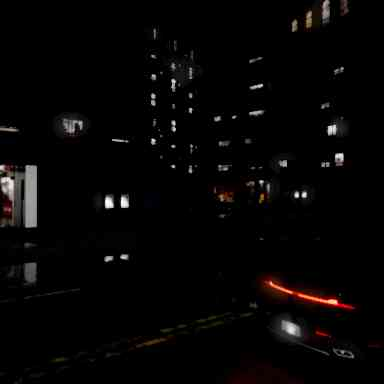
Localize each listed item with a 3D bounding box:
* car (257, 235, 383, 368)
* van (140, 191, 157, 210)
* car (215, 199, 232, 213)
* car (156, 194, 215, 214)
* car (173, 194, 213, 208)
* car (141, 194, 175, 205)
[{"bbox_3d":[3.261,1.505,5.639,4.892,1.490,1.837,0,0,-35],"label":"car"},{"bbox_3d":[-4.993,0.814,32.568,3.998,1.788,1.690,1,0,37],"label":"van"},{"bbox_3d":[1.448,1.125,30.937,4.674,1.442,1.812,2,1,37],"label":"car"},{"bbox_3d":[-0.585,1.134,29.243,4.403,1.369,2.008,1,0,37],"label":"car"},{"bbox_3d":[0.069,1.036,39.241,4.403,1.369,2.008,1,0,37],"label":"car"},{"bbox_3d":[-4.345,0.957,42.564,4.206,1.307,1.802,1,0,37],"label":"car"}]
